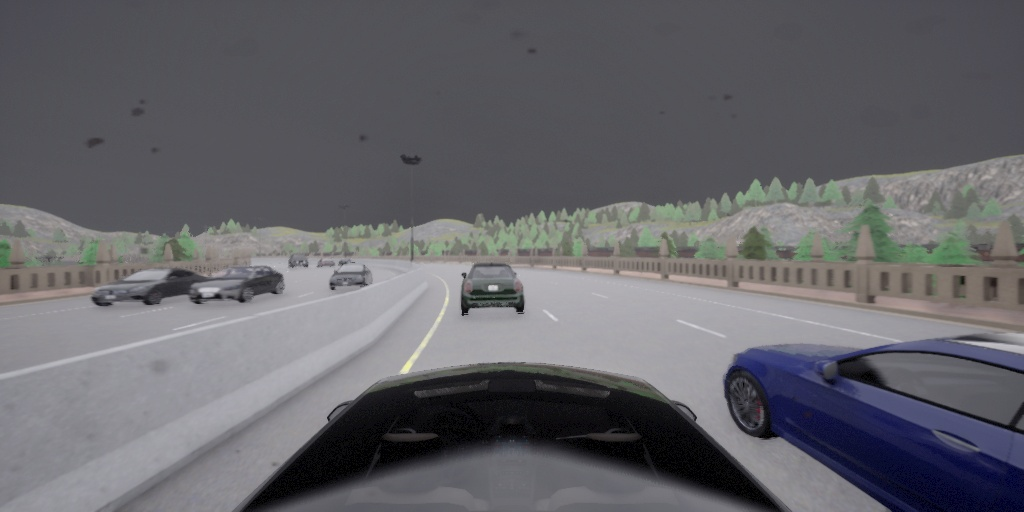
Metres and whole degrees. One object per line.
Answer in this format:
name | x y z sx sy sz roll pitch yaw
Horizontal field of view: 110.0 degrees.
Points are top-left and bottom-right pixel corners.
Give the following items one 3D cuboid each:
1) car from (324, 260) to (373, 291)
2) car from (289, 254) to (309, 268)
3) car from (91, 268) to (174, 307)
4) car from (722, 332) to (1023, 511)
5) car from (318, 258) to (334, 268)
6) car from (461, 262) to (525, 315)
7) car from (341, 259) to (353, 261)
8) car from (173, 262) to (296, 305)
car | -9.502 1.176 21.524 1.812 1.442 4.674 0 0 -14
car | -31.734 0.770 53.365 2.150 2.045 5.566 -1 0 -36
car | -15.461 1.268 15.722 1.812 1.442 4.674 0 0 -10
car | 3.454 1.245 2.375 1.812 1.442 4.674 0 0 0
car | -28.161 1.032 54.391 1.812 1.442 4.674 -1 1 -35
car | -0.819 1.009 13.416 2.097 1.767 4.553 0 0 -6
car | -26.892 1.061 58.602 1.895 1.301 4.718 -1 1 -37
car | -11.983 1.207 16.022 2.128 1.511 4.902 0 0 -11
